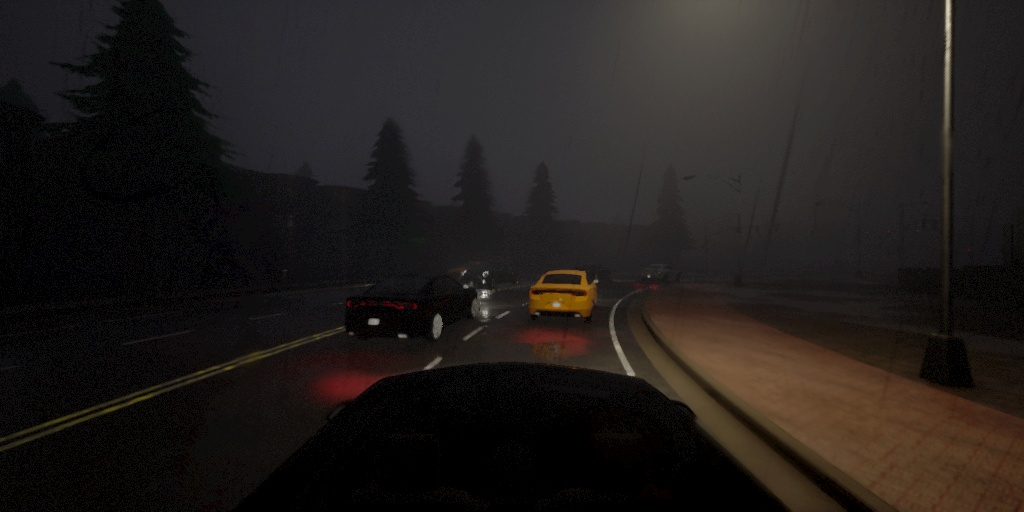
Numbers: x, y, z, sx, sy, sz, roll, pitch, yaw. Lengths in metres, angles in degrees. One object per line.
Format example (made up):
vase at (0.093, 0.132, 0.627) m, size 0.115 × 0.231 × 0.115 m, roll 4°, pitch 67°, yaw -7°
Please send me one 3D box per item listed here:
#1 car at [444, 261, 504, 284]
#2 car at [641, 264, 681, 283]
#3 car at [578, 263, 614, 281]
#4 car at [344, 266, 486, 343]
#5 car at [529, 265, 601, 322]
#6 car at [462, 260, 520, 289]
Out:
car at (-2.797, 1.155, 27.518) m, size 1.882 × 1.535 × 5.008 m, roll 0°, pitch 0°, yaw 33°
car at (12.212, 1.359, 29.421) m, size 1.812 × 1.442 × 4.674 m, roll 0°, pitch 0°, yaw 44°
car at (6.341, 1.278, 28.111) m, size 1.837 × 1.490 × 4.892 m, roll 0°, pitch 0°, yaw 38°
car at (-2.355, 1.189, 9.732) m, size 1.882 × 1.535 × 5.008 m, roll 0°, pitch 0°, yaw 11°
car at (1.931, 1.230, 12.514) m, size 1.882 × 1.535 × 5.008 m, roll 0°, pitch 0°, yaw 16°
car at (-1.313, 1.053, 23.094) m, size 2.097 × 1.767 × 4.553 m, roll 1°, pitch 0°, yaw 29°
